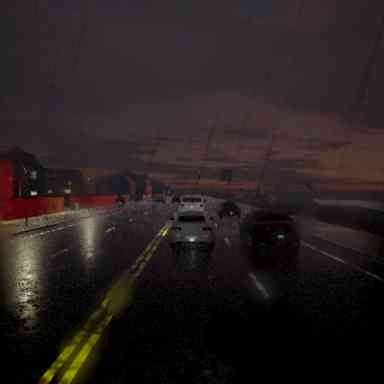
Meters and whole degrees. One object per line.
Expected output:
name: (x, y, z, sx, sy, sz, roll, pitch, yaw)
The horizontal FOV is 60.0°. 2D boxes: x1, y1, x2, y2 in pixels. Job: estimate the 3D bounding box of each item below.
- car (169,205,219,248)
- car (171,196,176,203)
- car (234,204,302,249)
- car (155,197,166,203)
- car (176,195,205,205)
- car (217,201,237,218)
car: (0.000, 1.533, 14.650, 1.812, 1.442, 4.674, 0, 0, 0)
car: (-3.250, 1.572, 69.235, 1.882, 1.535, 5.008, 0, 0, 0)
car: (3.250, 1.484, 14.650, 1.882, 1.535, 5.008, 0, 0, 0)
car: (-6.499, 1.666, 69.235, 2.033, 1.411, 5.357, 0, 0, 0)
car: (0.000, 1.264, 29.681, 2.150, 2.045, 5.566, 0, 0, 0)
car: (3.250, 1.540, 29.651, 1.812, 1.442, 4.674, 0, 0, 0)
